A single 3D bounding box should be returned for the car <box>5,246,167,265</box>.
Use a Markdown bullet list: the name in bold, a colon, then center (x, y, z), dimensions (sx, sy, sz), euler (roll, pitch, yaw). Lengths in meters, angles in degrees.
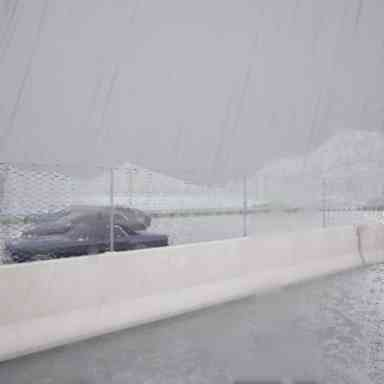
- **car**: center (-3.198, 1.584, 10.182), dimensions (4.718, 1.301, 1.895), euler (0, 0, -34)
